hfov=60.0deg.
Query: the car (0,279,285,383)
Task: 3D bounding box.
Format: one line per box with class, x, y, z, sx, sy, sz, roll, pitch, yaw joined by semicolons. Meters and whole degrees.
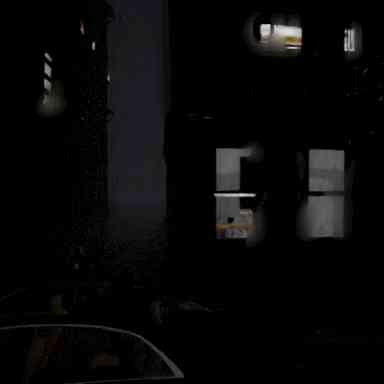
car;-1.439;1.512;2.806;4.403;1.369;2.008;1;0;-5
